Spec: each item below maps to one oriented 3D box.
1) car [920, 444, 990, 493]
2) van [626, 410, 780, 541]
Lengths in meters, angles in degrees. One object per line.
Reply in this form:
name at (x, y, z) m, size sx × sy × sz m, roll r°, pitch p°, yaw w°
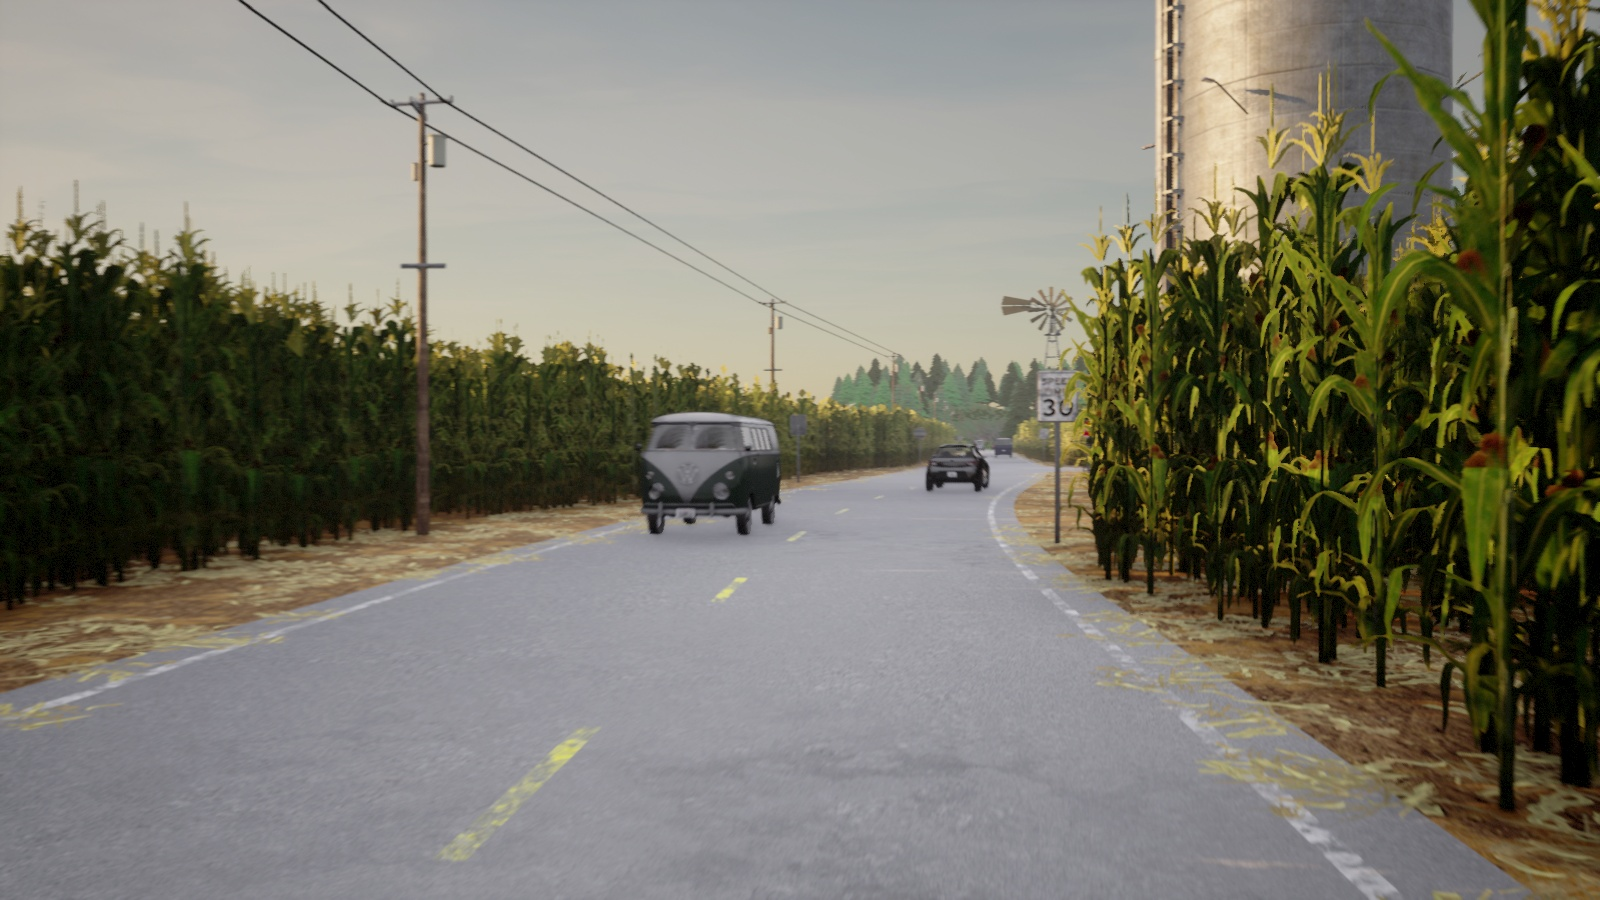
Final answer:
car at (5.007, 0.541, 40.253) m, size 1.816 × 1.474 × 4.193 m, roll 0°, pitch 0°, yaw 13°
van at (-1.525, 0.375, 21.410) m, size 1.775 × 1.987 × 4.442 m, roll 0°, pitch 0°, yaw 7°
